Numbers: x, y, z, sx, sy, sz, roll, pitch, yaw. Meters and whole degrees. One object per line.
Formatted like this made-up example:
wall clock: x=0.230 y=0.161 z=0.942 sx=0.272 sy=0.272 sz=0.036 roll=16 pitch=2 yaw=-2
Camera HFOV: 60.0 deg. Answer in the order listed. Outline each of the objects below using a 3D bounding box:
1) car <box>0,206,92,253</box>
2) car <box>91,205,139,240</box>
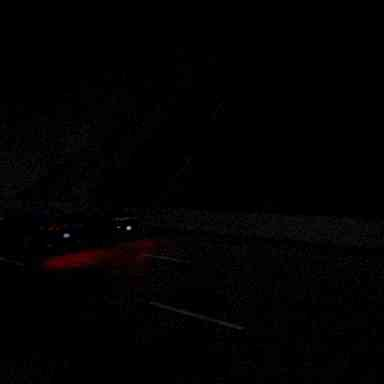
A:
car: x=-6.423 y=1.397 z=13.514 sx=5.008 sy=1.535 sz=1.882 roll=0 pitch=0 yaw=39
car: x=-4.742 y=1.409 z=16.661 sx=4.902 sy=1.511 sz=2.128 roll=0 pitch=0 yaw=39
